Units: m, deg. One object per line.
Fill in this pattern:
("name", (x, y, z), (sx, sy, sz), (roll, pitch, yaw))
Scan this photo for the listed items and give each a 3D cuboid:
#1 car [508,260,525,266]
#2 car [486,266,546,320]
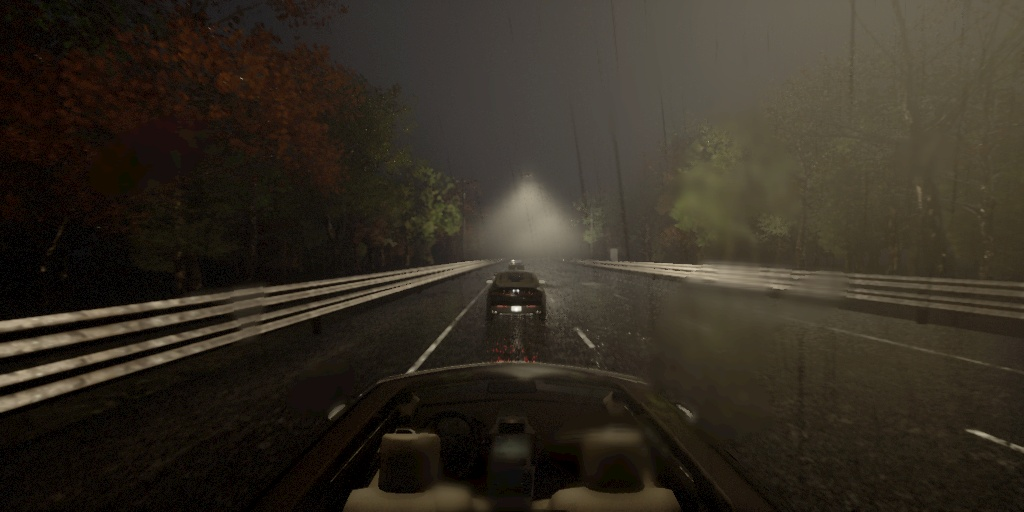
("car", (0.542, 1.230, 44.375), (2.128, 1.511, 4.902), (0, 0, 1))
("car", (0.137, 1.252, 12.625), (1.837, 1.490, 4.892), (0, 0, 0))
